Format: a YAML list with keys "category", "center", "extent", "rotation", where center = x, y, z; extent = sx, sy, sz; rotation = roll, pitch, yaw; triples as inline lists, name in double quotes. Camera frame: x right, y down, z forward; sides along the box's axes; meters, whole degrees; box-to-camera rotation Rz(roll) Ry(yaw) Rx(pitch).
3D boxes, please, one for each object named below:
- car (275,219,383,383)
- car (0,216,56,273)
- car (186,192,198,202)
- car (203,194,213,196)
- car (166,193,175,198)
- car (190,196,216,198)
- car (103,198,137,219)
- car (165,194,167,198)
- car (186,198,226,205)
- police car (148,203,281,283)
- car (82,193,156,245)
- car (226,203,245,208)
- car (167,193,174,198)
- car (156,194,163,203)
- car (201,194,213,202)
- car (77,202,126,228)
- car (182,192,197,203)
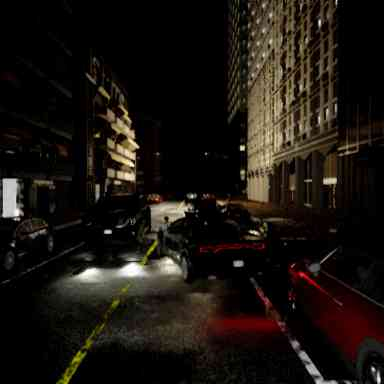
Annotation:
- category: "car"
  center: [2.686, 1.400, 4.601]
  extent: [1.967, 1.590, 4.097]
  rotation: [0, 0, 0]
- category: "car"
  center: [-5.699, 1.464, 10.244]
  extent: [2.008, 1.369, 4.403]
  rotation: [0, 0, 0]
- category: "car"
  center: [-0.050, 0.861, 61.604]
  extent: [2.097, 1.767, 4.553]
  rotation: [0, 0, 0]
- category: "car"
  center: [2.648, 1.144, 49.789]
  extent: [1.887, 1.381, 4.507]
  rotation: [0, 0, 0]
- category: "car"
  center: [-5.764, 0.857, 89.322]
  extent: [2.008, 1.369, 4.403]
  rotation: [0, 0, 0]
- category: "car"
  center: [0.879, 1.313, 25.759]
  extent: [1.812, 1.442, 4.674]
  rotation: [0, 0, 0]
- category: "car"
  center: [-5.713, 1.302, 27.020]
  extent: [1.752, 1.417, 4.829]
  rotation: [0, 0, 0]
- category: "car"
  center: [-5.737, 1.138, 55.431]
  extent: [1.802, 1.307, 4.206]
  rotation: [0, 0, 0]
- category: "car"
  center: [0.765, 1.340, 19.778]
  extent: [1.837, 1.490, 4.892]
  rotation: [0, 0, 1]
- category: "police car"
  center: [0.239, 1.342, 9.746]
  extent: [1.930, 1.638, 5.238]
  rotation: [0, 1, -18]
- category: "car"
  center: [-3.113, 1.095, 15.054]
  extent: [2.150, 2.045, 5.566]
  rotation: [0, 0, 0]
- category: "car"
  center: [2.672, 1.387, 21.548]
  extent: [1.947, 1.339, 4.313]
  rotation: [0, 0, 0]
- category: "car"
  center: [-5.760, 0.897, 83.674]
  extent: [2.008, 1.369, 4.403]
  rotation: [0, 0, 0]
- category: "car"
  center: [-5.732, 1.039, 49.782]
  extent: [1.967, 1.590, 4.097]
  rotation: [0, 0, 0]
- category: "car"
  center: [2.639, 1.064, 61.087]
  extent: [2.008, 1.369, 4.403]
  rotation: [0, 0, 0]
- category: "car"
  center: [-5.709, 1.387, 21.541]
  extent: [1.947, 1.339, 4.313]
  rotation: [0, 0, 0]
- category: "car"
  center: [-0.015, 1.103, 48.154]
  extent: [2.128, 1.511, 4.902]
  rotation: [0, 0, 0]
